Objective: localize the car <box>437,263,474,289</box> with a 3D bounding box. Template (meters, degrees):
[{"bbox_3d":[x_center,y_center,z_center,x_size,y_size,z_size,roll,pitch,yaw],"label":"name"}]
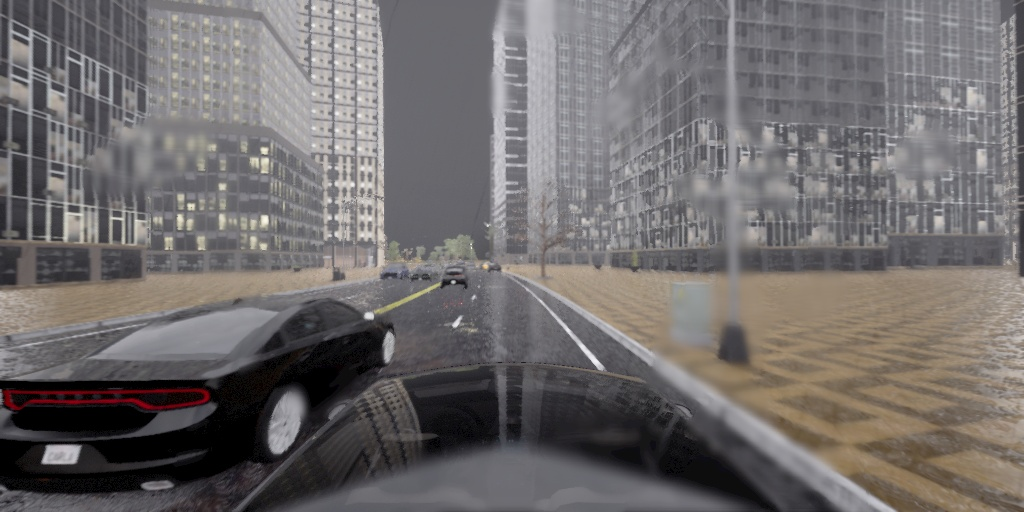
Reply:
[{"bbox_3d":[-3.930,1.482,25.613,1.837,1.490,4.892,0,-1,-3],"label":"car"}]

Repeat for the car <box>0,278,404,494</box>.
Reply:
[{"bbox_3d":[-3.191,1.269,5.009,1.882,1.535,5.008,0,-1,0],"label":"car"}]

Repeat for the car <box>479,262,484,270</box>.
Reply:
[{"bbox_3d":[-4.300,1.791,64.790,1.801,1.575,5.366,0,-1,-10],"label":"car"}]

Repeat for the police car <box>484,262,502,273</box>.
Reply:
[{"bbox_3d":[-2.724,1.661,54.673,1.930,1.638,5.238,0,-1,-8],"label":"police car"}]

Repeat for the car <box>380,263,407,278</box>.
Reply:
[{"bbox_3d":[-11.373,1.444,35.096,2.097,1.767,4.553,0,0,-5],"label":"car"}]

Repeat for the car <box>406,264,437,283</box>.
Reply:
[{"bbox_3d":[-7.860,1.654,32.298,1.895,1.301,4.718,0,-1,-5],"label":"car"}]
